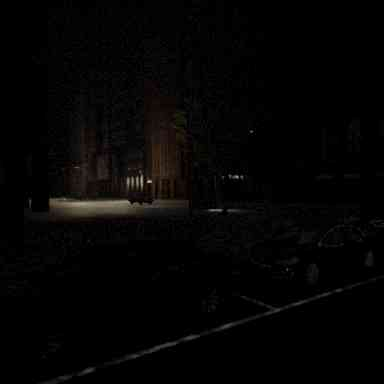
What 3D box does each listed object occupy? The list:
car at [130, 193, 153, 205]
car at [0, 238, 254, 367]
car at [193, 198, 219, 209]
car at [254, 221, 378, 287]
[{"bbox_3d":[-8.830,1.245,57.383,2.150,2.045,5.566,-1,0,-36],"label":"car"},{"bbox_3d":[-1.211,1.550,5.788,4.313,1.339,1.947,0,0,-35],"label":"car"},{"bbox_3d":[1.521,1.483,42.781,1.994,1.385,4.181,-1,0,-35],"label":"car"},{"bbox_3d":[3.379,1.497,9.061,4.403,1.369,2.008,0,0,-35],"label":"car"}]
